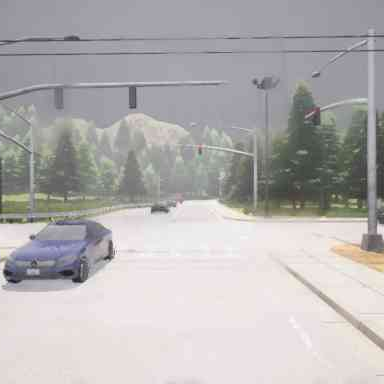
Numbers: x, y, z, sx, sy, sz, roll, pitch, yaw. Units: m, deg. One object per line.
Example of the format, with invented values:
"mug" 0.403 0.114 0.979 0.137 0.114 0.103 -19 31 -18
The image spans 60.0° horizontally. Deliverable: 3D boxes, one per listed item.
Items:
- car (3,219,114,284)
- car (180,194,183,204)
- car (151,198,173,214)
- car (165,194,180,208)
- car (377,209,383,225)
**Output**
"car" -3.603 1.573 9.896 1.812 1.442 4.674 0 0 0
"car" -3.070 1.442 67.568 2.150 2.045 5.566 0 0 2
"car" -3.548 1.718 37.646 1.895 1.301 4.718 0 0 0
"car" -3.484 1.502 51.109 2.097 1.767 4.553 0 0 1
"car" 14.611 1.362 22.105 4.553 1.767 2.097 0 0 1
